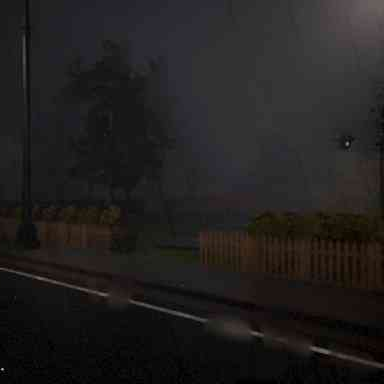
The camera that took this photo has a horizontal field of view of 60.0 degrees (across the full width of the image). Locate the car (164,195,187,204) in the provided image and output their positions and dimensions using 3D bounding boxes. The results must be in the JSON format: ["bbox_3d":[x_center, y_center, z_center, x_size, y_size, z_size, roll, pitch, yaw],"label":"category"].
[{"bbox_3d":[-2.977,1.583,64.301,2.150,2.045,5.566,-1,-1,35],"label":"car"}]
